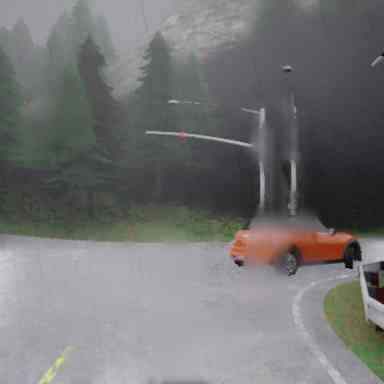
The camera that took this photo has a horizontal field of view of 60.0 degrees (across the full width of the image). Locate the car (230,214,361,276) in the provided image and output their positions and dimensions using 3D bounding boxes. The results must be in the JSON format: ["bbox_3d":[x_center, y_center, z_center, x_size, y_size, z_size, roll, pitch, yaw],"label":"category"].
[{"bbox_3d":[3.497,1.566,10.957,4.553,1.767,2.097,4,-5,-33],"label":"car"}]
